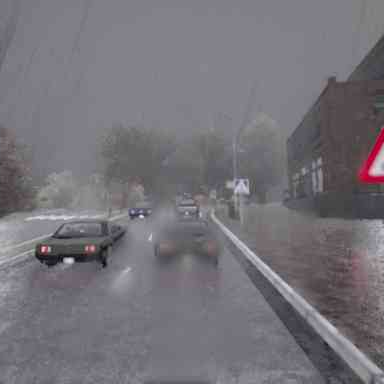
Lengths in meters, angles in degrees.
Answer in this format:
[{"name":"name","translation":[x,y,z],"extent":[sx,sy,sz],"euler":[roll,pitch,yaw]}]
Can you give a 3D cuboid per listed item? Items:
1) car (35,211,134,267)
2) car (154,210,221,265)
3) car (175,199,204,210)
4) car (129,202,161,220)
[{"name":"car","translation":[-3.400,1.572,11.327],"extent":[1.895,1.301,4.718],"euler":[0,1,-1]},{"name":"car","translation":[-0.152,1.549,11.434],"extent":[1.895,1.301,4.718],"euler":[0,1,-1]},{"name":"car","translation":[-0.292,1.287,26.317],"extent":[2.128,1.511,4.902],"euler":[-1,1,2]},{"name":"car","translation":[-3.561,1.428,25.968],"extent":[1.895,1.301,4.718],"euler":[-1,1,1]}]
